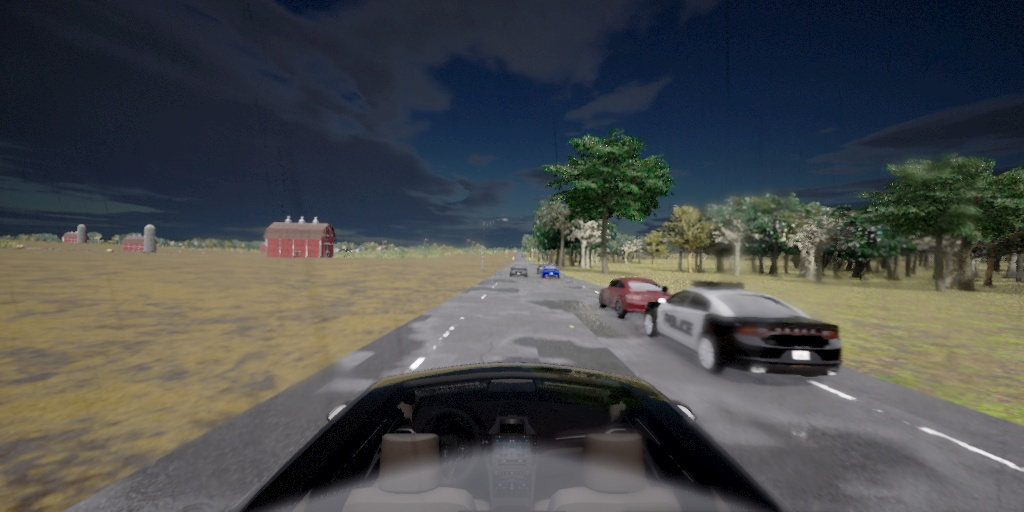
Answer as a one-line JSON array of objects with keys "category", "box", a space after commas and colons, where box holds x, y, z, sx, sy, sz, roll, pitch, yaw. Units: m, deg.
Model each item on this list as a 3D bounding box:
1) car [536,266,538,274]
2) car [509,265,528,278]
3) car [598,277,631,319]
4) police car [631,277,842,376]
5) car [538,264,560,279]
[{"category": "car", "box": [4.519, 1.864, 51.644, 2.128, 1.511, 4.902, 2, 0, 1]}, {"category": "car", "box": [0.780, 1.740, 41.208, 1.994, 1.385, 4.181, 2, -1, 1]}, {"category": "car", "box": [4.718, 1.550, 14.091, 1.812, 1.442, 4.674, 2, -1, 1]}, {"category": "police car", "box": [4.588, 1.380, 8.203, 1.930, 1.638, 5.238, 2, -1, 1]}, {"category": "car", "box": [4.357, 1.757, 41.354, 1.882, 1.535, 5.008, 2, -1, 1]}]
